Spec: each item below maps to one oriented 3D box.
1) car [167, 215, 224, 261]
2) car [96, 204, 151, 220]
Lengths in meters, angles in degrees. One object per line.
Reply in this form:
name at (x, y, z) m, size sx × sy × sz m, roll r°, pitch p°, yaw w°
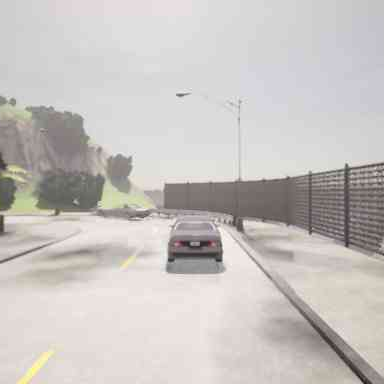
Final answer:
car at (0.088, 1.572, 12.271) m, size 2.033 × 1.411 × 5.357 m, roll 0°, pitch 0°, yaw 0°
car at (-5.976, 1.661, 28.622) m, size 4.718 × 1.301 × 1.895 m, roll 0°, pitch 0°, yaw 31°
